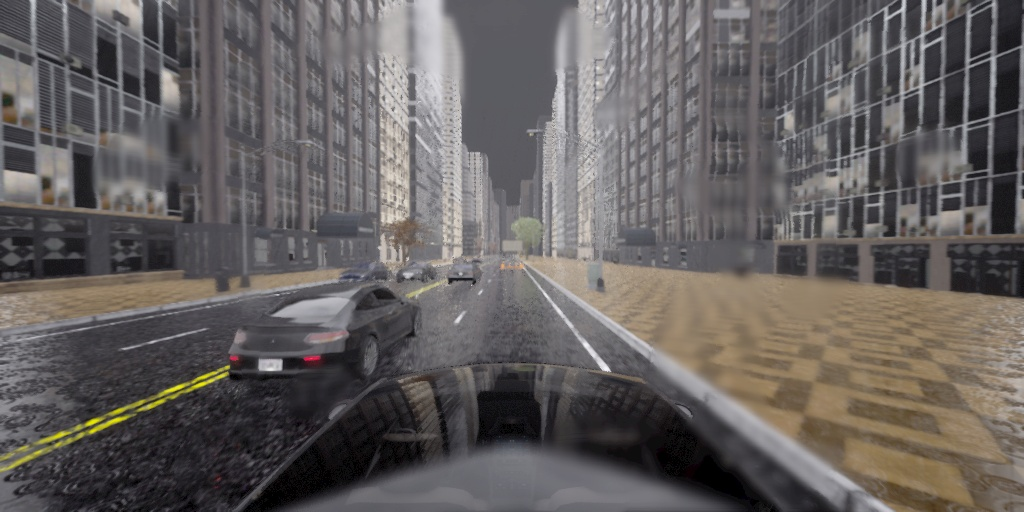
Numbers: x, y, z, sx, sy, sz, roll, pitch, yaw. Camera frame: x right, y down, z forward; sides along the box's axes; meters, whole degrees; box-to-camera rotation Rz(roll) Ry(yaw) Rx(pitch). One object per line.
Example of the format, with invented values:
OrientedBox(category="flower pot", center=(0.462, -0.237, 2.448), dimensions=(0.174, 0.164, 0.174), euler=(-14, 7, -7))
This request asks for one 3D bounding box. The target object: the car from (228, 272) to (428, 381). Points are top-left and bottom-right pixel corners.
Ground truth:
OrientedBox(category="car", center=(-3.148, 1.234, 6.983), dimensions=(1.812, 1.442, 4.674), euler=(0, 1, 0))

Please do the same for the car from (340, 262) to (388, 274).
OrientedBox(category="car", center=(-9.836, 1.118, 24.559), dimensions=(2.033, 1.411, 5.357), euler=(0, 0, 0))

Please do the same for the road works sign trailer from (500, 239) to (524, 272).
OrientedBox(category="road works sign trailer", center=(0.033, -0.082, 39.175), dimensions=(2.380, 3.560, 2.880), euler=(0, 0, 1))

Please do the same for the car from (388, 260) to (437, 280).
OrientedBox(category="car", center=(-6.582, 1.057, 25.113), dimensions=(2.128, 1.511, 4.902), euler=(0, 0, 0))

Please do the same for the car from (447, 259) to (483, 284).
OrientedBox(category="car", center=(-3.141, 1.118, 24.472), dimensions=(2.033, 1.411, 5.357), euler=(0, 0, 0))
